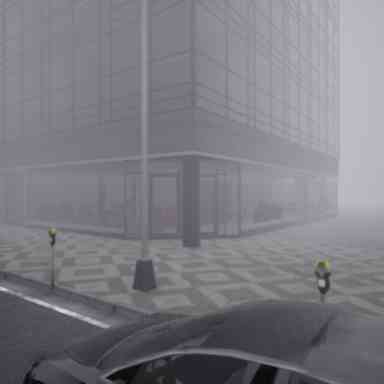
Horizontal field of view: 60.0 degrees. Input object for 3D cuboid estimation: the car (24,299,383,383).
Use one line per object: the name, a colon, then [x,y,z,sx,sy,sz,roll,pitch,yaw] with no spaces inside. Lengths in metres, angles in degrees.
car: [0.523,1.560,2.482,4.313,1.339,1.947,0,0,35]
